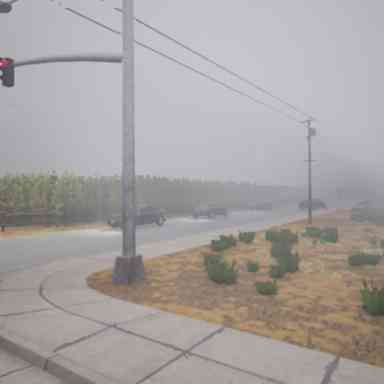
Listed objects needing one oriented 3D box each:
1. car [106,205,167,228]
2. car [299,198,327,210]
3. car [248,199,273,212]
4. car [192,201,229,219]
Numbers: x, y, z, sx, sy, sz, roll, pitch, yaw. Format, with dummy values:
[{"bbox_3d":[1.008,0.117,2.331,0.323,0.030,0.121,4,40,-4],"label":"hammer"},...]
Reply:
[{"bbox_3d":[-3.694,1.655,22.897,1.837,1.490,4.892,0,0,33],"label":"car"},{"bbox_3d":[16.578,1.629,45.586,4.892,1.490,1.837,0,0,-38],"label":"car"},{"bbox_3d":[8.825,1.663,42.416,1.837,1.490,4.892,0,-1,33],"label":"car"},{"bbox_3d":[1.822,1.658,31.512,1.837,1.490,4.892,0,0,32],"label":"car"}]
